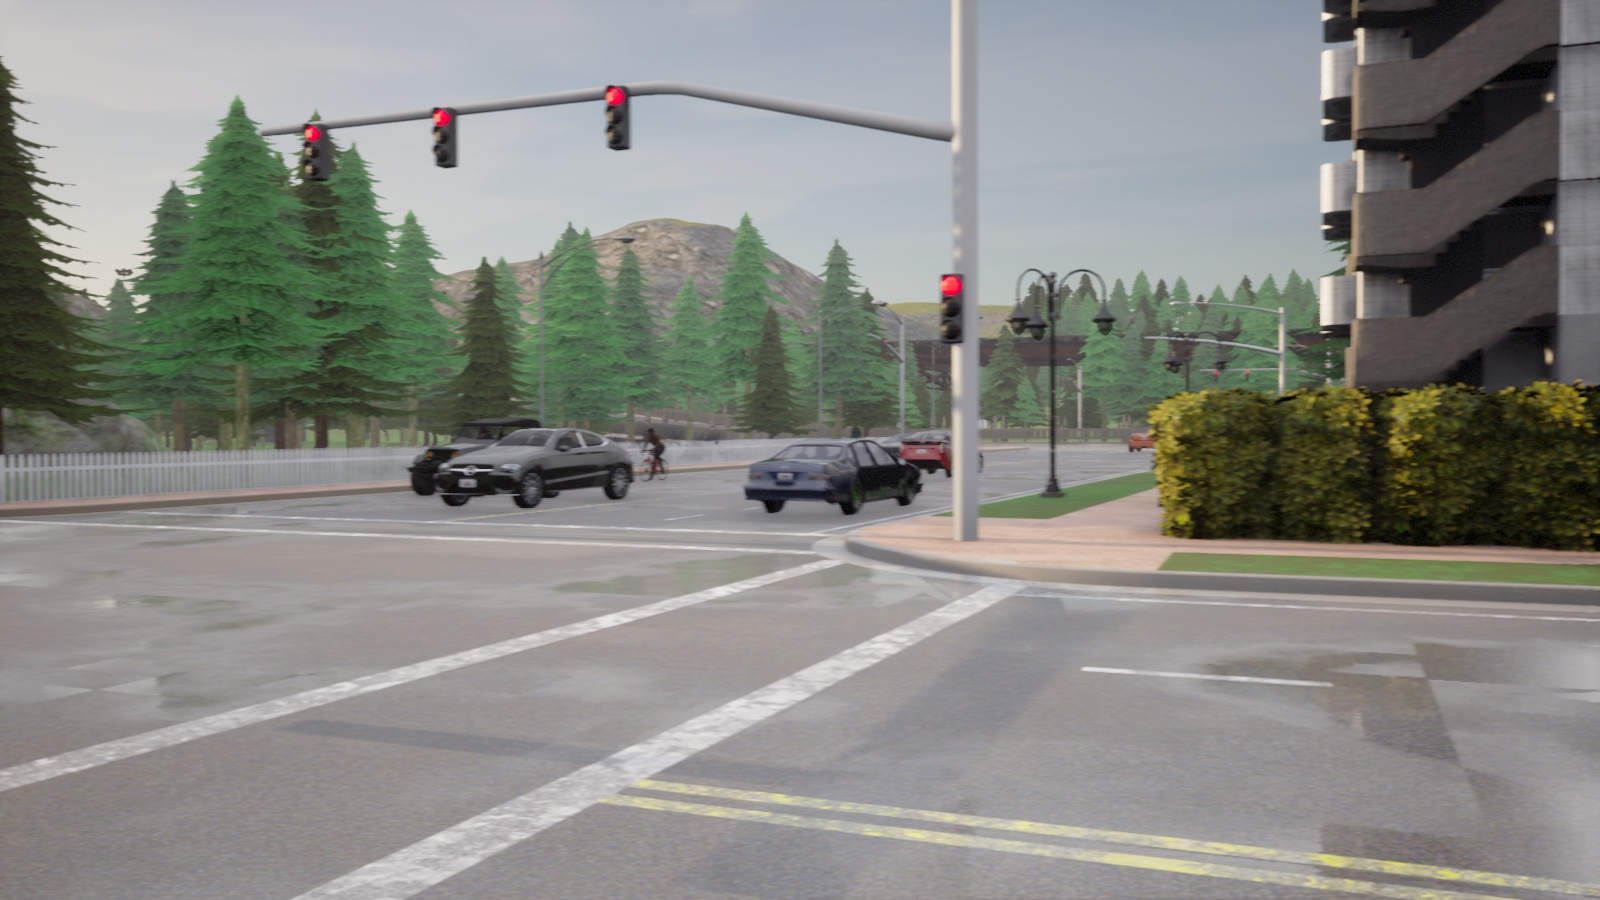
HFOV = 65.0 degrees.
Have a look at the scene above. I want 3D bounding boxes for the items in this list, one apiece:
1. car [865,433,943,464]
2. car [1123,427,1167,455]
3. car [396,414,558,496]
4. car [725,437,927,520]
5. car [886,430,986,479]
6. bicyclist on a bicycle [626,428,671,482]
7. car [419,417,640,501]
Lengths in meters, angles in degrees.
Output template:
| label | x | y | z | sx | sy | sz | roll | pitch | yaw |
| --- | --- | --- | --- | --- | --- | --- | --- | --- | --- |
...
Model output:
| label | x | y | z | sx | sy | sz | roll | pitch | yaw |
| --- | --- | --- | --- | --- | --- | --- | --- | --- | --- |
| car | 5.050 | -0.097 | 60.077 | 2.033 | 1.411 | 5.357 | 1 | 1 | 24 |
| car | 22.640 | -0.587 | 82.202 | 2.097 | 1.767 | 4.553 | 1 | 1 | 24 |
| car | -7.917 | 0.081 | 31.141 | 1.905 | 1.878 | 3.866 | 1 | 1 | 24 |
| car | 0.674 | 0.471 | 24.644 | 2.033 | 1.411 | 5.357 | 1 | 1 | 24 |
| car | 4.603 | 0.099 | 41.964 | 2.007 | 1.525 | 4.514 | 1 | 1 | 24 |
| bicyclist on a bicycle | -4.625 | 0.129 | 38.489 | 0.582 | 1.620 | 1.656 | 1 | 1 | 24 |
| car | -5.750 | 0.133 | 27.418 | 2.152 | 1.651 | 5.027 | 1 | 1 | 24 |
